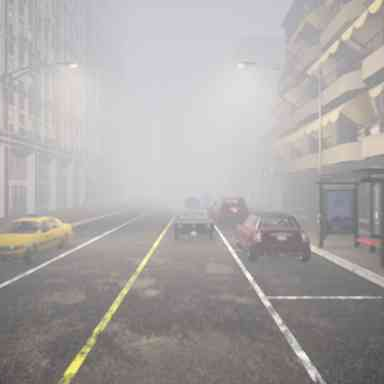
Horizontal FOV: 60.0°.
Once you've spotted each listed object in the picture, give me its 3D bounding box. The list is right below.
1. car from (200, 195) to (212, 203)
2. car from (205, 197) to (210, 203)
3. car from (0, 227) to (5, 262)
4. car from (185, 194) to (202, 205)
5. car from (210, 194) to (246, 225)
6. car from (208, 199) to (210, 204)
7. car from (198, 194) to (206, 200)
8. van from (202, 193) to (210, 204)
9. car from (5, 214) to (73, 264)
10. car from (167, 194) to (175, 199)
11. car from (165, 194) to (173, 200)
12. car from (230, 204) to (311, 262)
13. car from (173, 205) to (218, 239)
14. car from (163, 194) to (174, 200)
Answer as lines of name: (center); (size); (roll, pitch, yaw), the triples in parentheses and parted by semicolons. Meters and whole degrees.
car: (2.622, 1.359, 62.724); (1.947, 1.339, 4.313); (0, 0, 0)
car: (2.654, 1.459, 34.481); (1.802, 1.307, 4.206); (0, 0, 0)
car: (-5.695, 1.422, 6.229); (1.967, 1.590, 4.097); (0, 0, 0)
car: (0.051, 1.325, 44.151); (1.882, 1.535, 5.008); (0, 0, 0)
car: (2.667, 1.231, 23.183); (2.192, 1.841, 5.009); (0, 0, 0)
car: (2.660, 1.478, 28.833); (1.802, 1.307, 4.206); (0, 0, 0)
car: (2.596, 1.274, 85.317); (1.887, 1.381, 4.507); (0, 0, 0)
van: (2.627, 1.150, 57.074); (1.690, 1.788, 3.998); (0, 0, 0)
car: (-5.701, 1.488, 11.707); (1.752, 1.417, 4.829); (0, 0, 0)
car: (-5.791, 1.286, 90.958); (1.947, 1.339, 4.313); (0, 0, 0)
car: (-5.784, 1.317, 85.308); (1.802, 1.307, 4.206); (0, 0, 0)
car: (2.679, 1.395, 11.886); (1.967, 1.590, 4.097); (0, 0, 0)
car: (0.081, 1.540, 16.932); (1.895, 1.301, 4.718); (0, 0, 0)
car: (-5.778, 1.191, 79.660); (1.967, 1.590, 4.097); (0, 0, 0)
